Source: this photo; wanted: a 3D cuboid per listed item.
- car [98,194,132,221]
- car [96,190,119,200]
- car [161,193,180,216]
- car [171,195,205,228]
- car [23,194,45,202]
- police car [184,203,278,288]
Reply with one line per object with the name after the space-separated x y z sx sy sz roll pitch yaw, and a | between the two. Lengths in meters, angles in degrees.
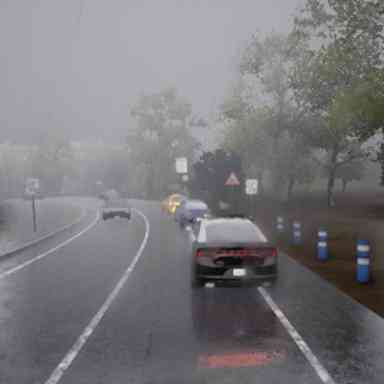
-5.232 1.119 23.264 2.033 1.411 5.357 -1 2 -12 | car
-11.737 0.481 46.439 2.033 1.411 5.357 -5 3 -34 | car
-1.218 0.866 25.691 1.801 1.575 5.366 -2 2 -14 | car
0.037 1.148 19.361 1.812 1.442 4.674 -1 2 -8 | car
-27.732 0.929 58.349 4.718 1.301 1.895 -2 4 38 | car
0.866 1.343 9.186 1.930 1.638 5.238 0 1 -2 | police car
